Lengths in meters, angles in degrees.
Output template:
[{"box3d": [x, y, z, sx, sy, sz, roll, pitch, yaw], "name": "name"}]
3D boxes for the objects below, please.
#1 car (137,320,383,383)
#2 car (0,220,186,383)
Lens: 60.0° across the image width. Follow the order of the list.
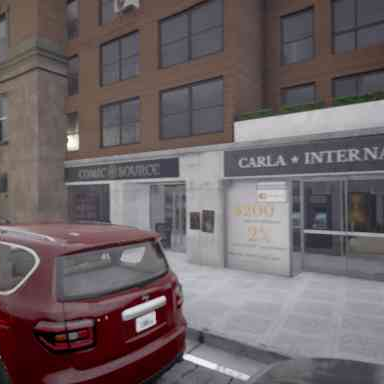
[{"box3d": [2.082, 1.550, 1.372, 4.403, 1.369, 2.008, 0, -1, 36], "name": "car"}, {"box3d": [-2.380, 1.320, 4.557, 5.009, 1.841, 2.192, 0, -1, 36], "name": "car"}]
